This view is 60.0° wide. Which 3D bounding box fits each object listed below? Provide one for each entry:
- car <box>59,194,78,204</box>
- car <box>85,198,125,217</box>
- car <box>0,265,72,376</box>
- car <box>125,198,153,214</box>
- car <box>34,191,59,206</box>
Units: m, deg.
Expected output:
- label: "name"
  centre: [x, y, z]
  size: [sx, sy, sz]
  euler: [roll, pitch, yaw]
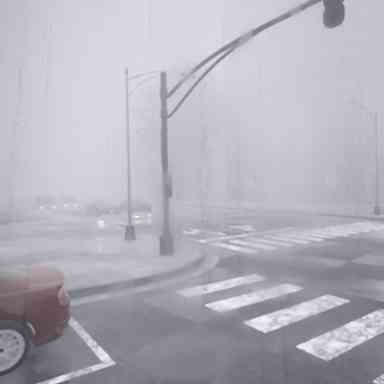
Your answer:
- label: "car"
  centre: [-18.464, 1.058, 49.409]
  size: [1.994, 1.385, 4.181]
  euler: [-2, 1, -35]
- label: "car"
  centre: [-7.818, 1.281, 28.703]
  size: [1.812, 1.442, 4.674]
  euler: [-2, 1, -35]
- label: "car"
  centre: [-3.824, 1.554, 3.933]
  size: [4.507, 1.381, 1.887]
  euler: [-1, 0, -35]
- label: "car"
  centre: [-5.333, 1.240, 30.815]
  size: [1.994, 1.385, 4.181]
  euler: [-2, 1, -35]
- label: "car"
  centre: [-20.764, 1.053, 47.025]
  size: [1.882, 1.535, 5.008]
  euler: [-2, 1, -35]
